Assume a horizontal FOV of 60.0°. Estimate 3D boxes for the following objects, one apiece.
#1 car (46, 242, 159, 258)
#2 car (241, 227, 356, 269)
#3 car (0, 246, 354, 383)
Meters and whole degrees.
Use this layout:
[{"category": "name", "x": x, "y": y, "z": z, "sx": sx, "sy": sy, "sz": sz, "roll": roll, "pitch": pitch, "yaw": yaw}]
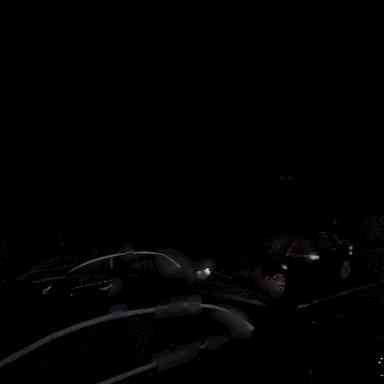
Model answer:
[{"category": "car", "x": -1.659, "y": 1.563, "z": 5.466, "sx": 4.403, "sy": 1.369, "sz": 2.008, "roll": 0, "pitch": 0, "yaw": -35}, {"category": "car", "x": 2.406, "y": 1.596, "z": 8.364, "sx": 4.403, "sy": 1.369, "sz": 2.008, "roll": 0, "pitch": 0, "yaw": -35}, {"category": "car", "x": -1.097, "y": 1.496, "z": 2.595, "sx": 4.902, "sy": 1.511, "sz": 2.128, "roll": 1, "pitch": 0, "yaw": -35}]
